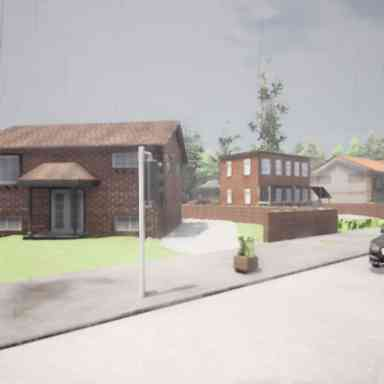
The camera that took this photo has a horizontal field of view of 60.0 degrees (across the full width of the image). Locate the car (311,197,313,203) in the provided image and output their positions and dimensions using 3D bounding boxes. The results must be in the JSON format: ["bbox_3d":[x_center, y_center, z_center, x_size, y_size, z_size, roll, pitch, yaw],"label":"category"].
[{"bbox_3d":[10.592,1.359,32.926,3.866,1.878,1.905,0,-1,-39],"label":"car"}]

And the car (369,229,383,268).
[{"bbox_3d":[7.448,1.589,10.629,4.902,1.511,2.128,0,-1,-39],"label":"car"}]
